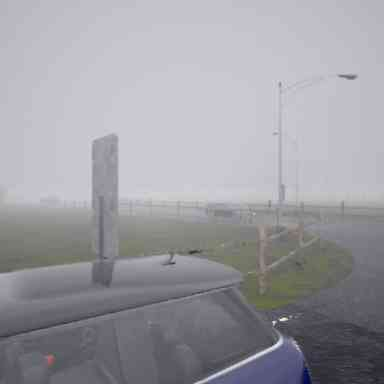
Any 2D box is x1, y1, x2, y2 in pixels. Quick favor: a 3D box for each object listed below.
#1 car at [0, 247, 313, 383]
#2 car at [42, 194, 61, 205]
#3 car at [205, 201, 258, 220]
[{"bbox_3d":[-1.319,1.351,1.939,4.553,1.767,2.097,0,0,-35],"label":"car"},{"bbox_3d":[-26.858,1.447,63.493,2.150,2.045,5.566,0,0,-39],"label":"car"},{"bbox_3d":[3.147,1.517,27.086,2.128,1.511,4.902,0,0,-40],"label":"car"}]
